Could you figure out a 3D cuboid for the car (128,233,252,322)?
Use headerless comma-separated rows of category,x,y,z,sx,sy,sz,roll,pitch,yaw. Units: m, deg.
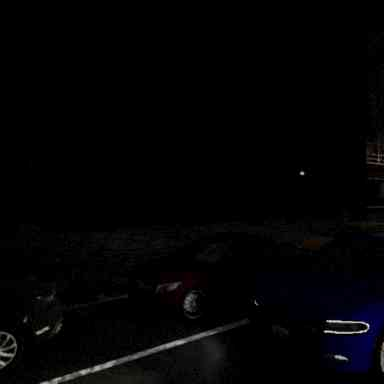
car,0.721,1.579,7.164,4.206,1.307,1.802,0,0,-36

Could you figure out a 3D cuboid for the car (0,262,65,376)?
car,-3.845,1.551,3.904,4.403,1.369,2.008,0,0,-36

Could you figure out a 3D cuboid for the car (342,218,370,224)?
car,5.147,1.519,10.324,4.829,1.417,1.752,0,0,-36

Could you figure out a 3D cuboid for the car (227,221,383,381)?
car,3.144,1.474,5.624,5.008,1.535,1.882,0,0,-36
